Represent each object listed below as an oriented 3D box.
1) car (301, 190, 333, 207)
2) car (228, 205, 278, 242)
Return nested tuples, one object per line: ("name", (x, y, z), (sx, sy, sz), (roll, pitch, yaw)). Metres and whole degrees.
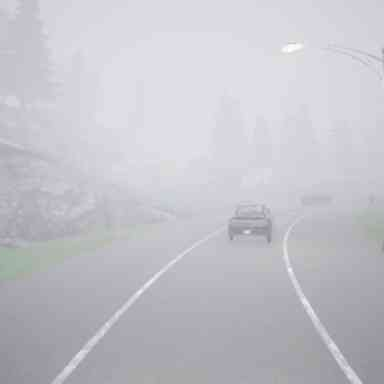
("car", (12.531, 0.570, 33.314), (1.882, 1.535, 5.008), (-3, 1, 39))
("car", (2.908, 1.332, 15.647), (2.128, 1.511, 4.902), (-1, 1, 17))
